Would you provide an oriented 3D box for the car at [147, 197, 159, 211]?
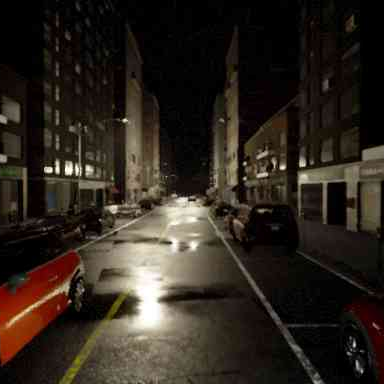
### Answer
[{"bbox_3d":[-5.682,1.604,41.400,1.947,1.339,4.313,-1,0,0],"label":"car"}]

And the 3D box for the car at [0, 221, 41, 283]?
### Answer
[{"bbox_3d":[-5.677,1.572,8.215,1.947,1.339,4.313,-1,0,0],"label":"car"}]

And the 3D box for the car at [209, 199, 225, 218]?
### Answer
[{"bbox_3d":[2.845,1.596,30.353,1.947,1.339,4.313,-1,0,0],"label":"car"}]

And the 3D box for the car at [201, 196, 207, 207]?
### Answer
[{"bbox_3d":[2.841,1.594,52.471,1.887,1.381,4.507,-1,0,0],"label":"car"}]

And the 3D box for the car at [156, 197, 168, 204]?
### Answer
[{"bbox_3d":[-5.686,1.600,63.523,1.887,1.381,4.507,-1,0,0],"label":"car"}]

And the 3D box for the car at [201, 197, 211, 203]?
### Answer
[{"bbox_3d":[2.839,1.644,69.059,1.802,1.307,4.206,-1,0,0],"label":"car"}]

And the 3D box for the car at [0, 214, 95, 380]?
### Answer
[{"bbox_3d":[-3.083,1.360,4.470,2.097,1.767,4.553,0,-1,0],"label":"car"}]

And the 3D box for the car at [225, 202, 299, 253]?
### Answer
[{"bbox_3d":[2.845,1.328,13.766,2.192,1.841,5.009,-1,0,0],"label":"car"}]

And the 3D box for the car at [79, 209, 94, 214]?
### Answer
[{"bbox_3d":[-5.678,1.593,13.746,1.802,1.307,4.206,-1,0,0],"label":"car"}]

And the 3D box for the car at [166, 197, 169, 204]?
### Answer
[{"bbox_3d":[-5.685,1.602,57.992,2.008,1.369,4.403,-1,0,0],"label":"car"}]

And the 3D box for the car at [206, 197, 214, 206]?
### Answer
[{"bbox_3d":[2.843,1.561,36.053,1.752,1.417,4.829,-1,0,0],"label":"car"}]

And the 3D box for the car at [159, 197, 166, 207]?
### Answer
[{"bbox_3d":[-5.685,1.592,52.461,1.887,1.381,4.507,-1,0,0],"label":"car"}]

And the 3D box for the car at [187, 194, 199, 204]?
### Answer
[{"bbox_3d":[-0.011,1.561,67.970,2.033,1.411,5.357,0,0,0],"label":"car"}]

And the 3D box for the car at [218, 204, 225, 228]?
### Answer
[{"bbox_3d":[2.846,1.585,19.295,1.947,1.339,4.313,-1,0,0],"label":"car"}]

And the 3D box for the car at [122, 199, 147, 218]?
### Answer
[{"bbox_3d":[-5.681,1.579,30.338,2.008,1.369,4.403,-1,0,0],"label":"car"}]

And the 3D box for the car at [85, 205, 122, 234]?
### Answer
[{"bbox_3d":[-5.679,1.583,19.277,1.947,1.339,4.313,-1,0,0],"label":"car"}]

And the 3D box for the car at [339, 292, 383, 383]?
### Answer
[{"bbox_3d":[2.847,1.443,2.707,1.967,1.590,4.097,-1,0,0],"label":"car"}]

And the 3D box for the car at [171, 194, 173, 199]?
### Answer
[{"bbox_3d":[-5.687,1.625,69.053,1.947,1.339,4.313,-1,0,0],"label":"car"}]
